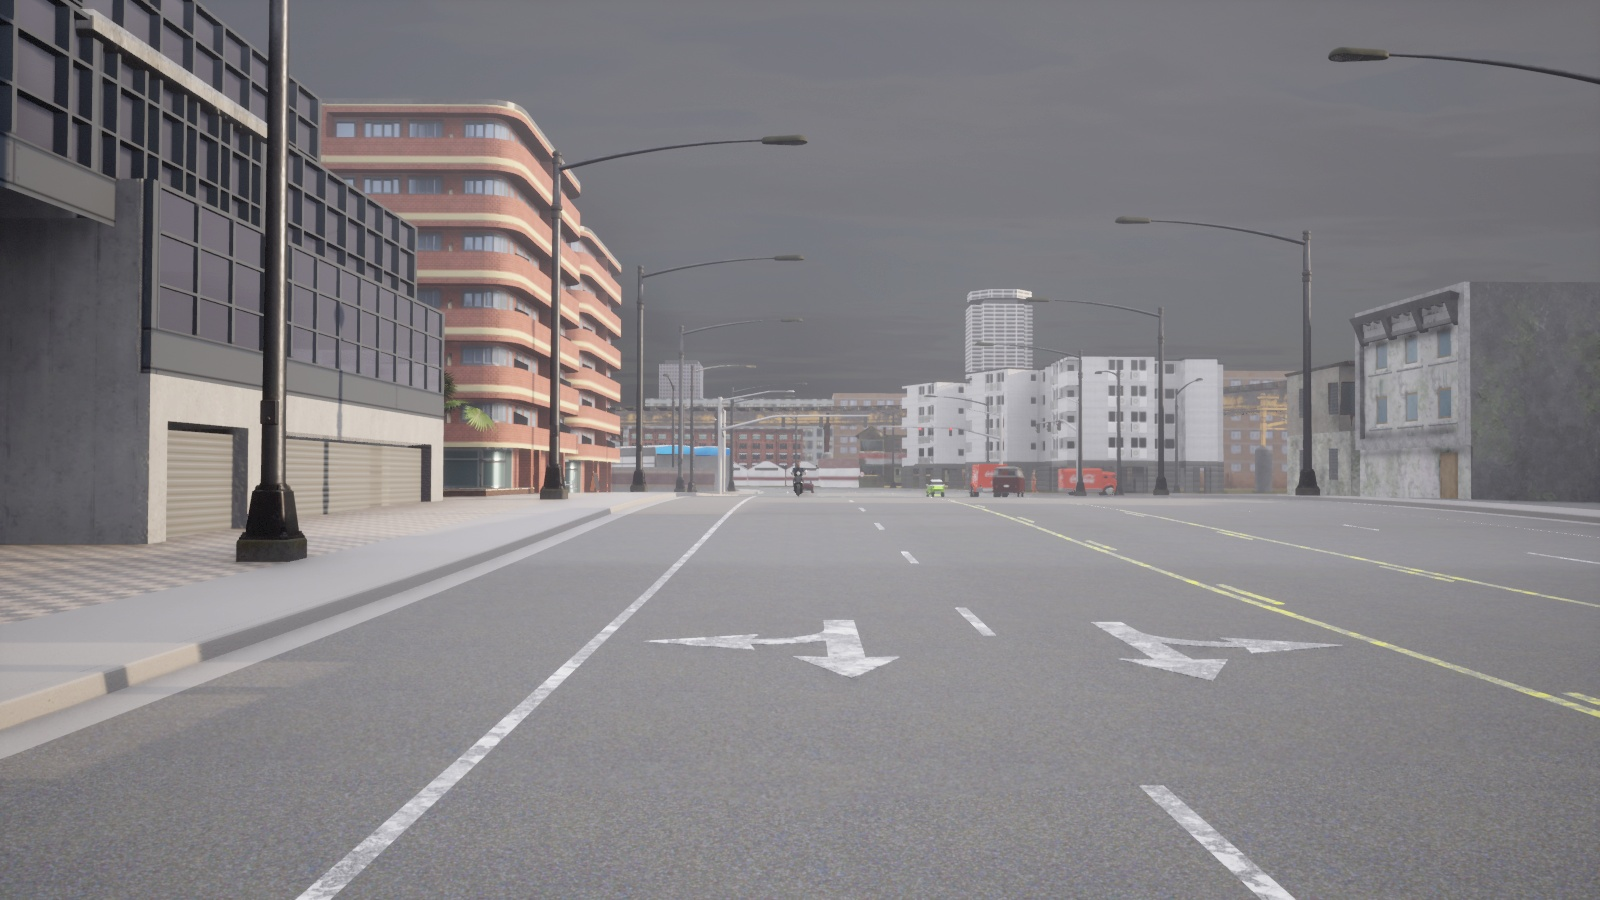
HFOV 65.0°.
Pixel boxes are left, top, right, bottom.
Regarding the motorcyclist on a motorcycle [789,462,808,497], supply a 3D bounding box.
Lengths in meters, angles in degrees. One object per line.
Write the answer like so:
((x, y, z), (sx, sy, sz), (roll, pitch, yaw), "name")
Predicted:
((-0.069, 1.379, 58.725), (0.866, 1.590, 1.817), (0, -2, 0), "motorcyclist on a motorcycle")

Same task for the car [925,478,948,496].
((10.393, 2.842, 95.567), (1.481, 1.376, 2.207), (0, -2, 0), "car")

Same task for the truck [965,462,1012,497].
((13.898, 2.197, 92.835), (2.627, 2.467, 5.204), (0, -2, 0), "truck")

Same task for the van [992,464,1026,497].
((13.406, 1.973, 80.279), (1.775, 1.987, 4.442), (-1, -2, 14), "van")
